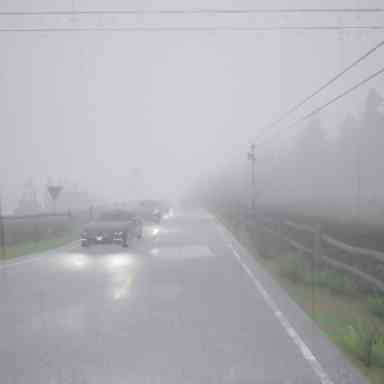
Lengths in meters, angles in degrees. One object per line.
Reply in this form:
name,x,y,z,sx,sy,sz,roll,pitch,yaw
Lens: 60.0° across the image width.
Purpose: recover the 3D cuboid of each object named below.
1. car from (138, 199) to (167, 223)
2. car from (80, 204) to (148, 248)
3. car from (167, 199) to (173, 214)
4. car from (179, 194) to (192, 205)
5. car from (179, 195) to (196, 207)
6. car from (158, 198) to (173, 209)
car,-3.307,1.348,25.013,2.097,1.767,4.553,0,0,0
car,-3.398,1.504,14.805,1.837,1.490,4.892,0,0,1
car,-3.367,1.500,35.101,1.837,1.490,4.892,0,0,-1
car,-1.261,1.343,60.365,2.097,1.767,4.553,0,0,-6
car,-0.530,1.344,50.311,2.097,1.767,4.553,0,0,-4
car,-3.659,1.594,47.015,1.895,1.301,4.718,0,0,-2
